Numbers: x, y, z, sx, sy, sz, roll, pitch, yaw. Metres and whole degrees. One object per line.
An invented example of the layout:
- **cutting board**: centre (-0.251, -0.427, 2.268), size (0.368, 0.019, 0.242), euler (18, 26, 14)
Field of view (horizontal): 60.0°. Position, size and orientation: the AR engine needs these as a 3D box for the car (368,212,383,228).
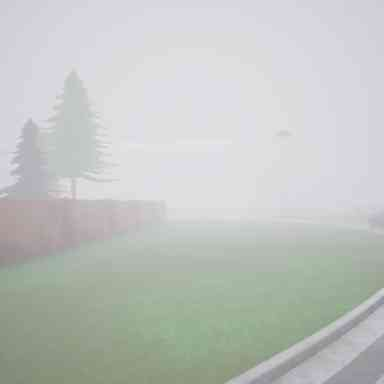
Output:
- **car**: centre (15.276, 2.163, 25.467), size (1.994, 1.385, 4.181), euler (-1, -2, 2)
